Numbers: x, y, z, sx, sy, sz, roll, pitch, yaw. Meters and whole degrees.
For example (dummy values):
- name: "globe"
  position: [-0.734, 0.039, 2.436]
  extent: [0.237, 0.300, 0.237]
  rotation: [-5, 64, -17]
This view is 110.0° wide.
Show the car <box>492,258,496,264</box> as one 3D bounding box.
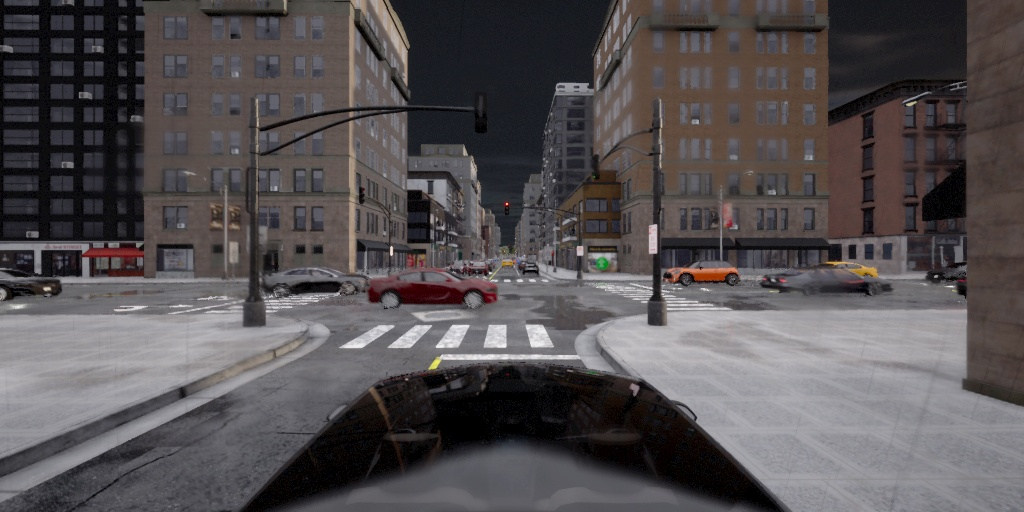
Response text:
- name: "car"
  position: [-3.533, 1.308, 47.384]
  extent: [1.837, 1.490, 4.892]
  rotation: [0, 0, 0]

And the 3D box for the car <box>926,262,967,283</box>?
- name: "car"
  position: [31.361, 1.128, 24.495]
  extent: [4.892, 1.490, 1.837]
  rotation: [0, 0, -1]

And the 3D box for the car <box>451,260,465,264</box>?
- name: "car"
  position: [-6.015, 1.229, 39.596]
  extent: [1.967, 1.591, 4.097]
  rotation: [0, 0, 0]

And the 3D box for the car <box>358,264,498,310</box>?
- name: "car"
  position: [-3.048, 1.225, 14.116]
  extent: [5.008, 1.535, 1.882]
  rotation: [0, 0, -1]

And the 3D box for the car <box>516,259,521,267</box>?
- name: "car"
  position: [1.928, 1.391, 50.677]
  extent: [1.802, 1.307, 4.207]
  rotation: [0, 0, 0]

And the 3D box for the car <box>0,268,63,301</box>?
- name: "car"
  position: [-24.690, 1.316, 17.092]
  extent: [5.008, 1.535, 1.882]
  rotation: [0, 0, -1]

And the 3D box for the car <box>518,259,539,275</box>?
- name: "car"
  position: [2.010, 1.355, 39.655]
  extent: [1.948, 1.339, 4.313]
  rotation: [0, 0, 0]

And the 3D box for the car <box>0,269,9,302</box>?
- name: "car"
  position: [-23.672, 1.375, 13.856]
  extent: [5.357, 1.411, 2.033]
  rotation: [0, 0, -1]

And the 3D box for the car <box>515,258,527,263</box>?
- name: "car"
  position: [1.887, 1.386, 56.188]
  extent: [1.948, 1.339, 4.313]
  rotation: [0, 0, 0]

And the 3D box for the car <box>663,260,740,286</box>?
- name: "car"
  position: [12.692, 1.054, 24.263]
  extent: [4.553, 1.767, 2.097]
  rotation: [0, 0, -1]

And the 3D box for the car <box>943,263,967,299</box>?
- name: "car"
  position: [20.979, 1.156, 14.418]
  extent: [4.892, 1.490, 1.837]
  rotation: [-1, 0, -1]

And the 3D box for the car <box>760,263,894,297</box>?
- name: "car"
  position: [15.294, 1.226, 17.597]
  extent: [5.357, 1.411, 2.033]
  rotation: [0, 0, -1]

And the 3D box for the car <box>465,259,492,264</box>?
- name: "car"
  position: [-3.464, 1.265, 37.790]
  extent: [1.882, 1.535, 5.008]
  rotation: [0, 0, 0]

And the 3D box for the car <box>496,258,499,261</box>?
- name: "car"
  position: [-3.598, 1.424, 57.524]
  extent: [1.895, 1.301, 4.718]
  rotation: [0, 0, 0]

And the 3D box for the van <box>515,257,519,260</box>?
- name: "van"
  position: [1.846, 1.173, 61.698]
  extent: [1.690, 1.789, 3.998]
  rotation: [0, 0, 0]

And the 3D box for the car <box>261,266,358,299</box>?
- name: "car"
  position: [-9.658, 1.272, 17.993]
  extent: [4.902, 1.511, 2.128]
  rotation: [0, 0, -12]
